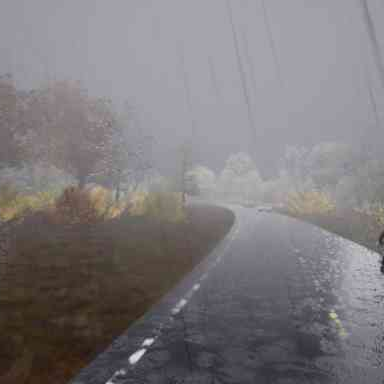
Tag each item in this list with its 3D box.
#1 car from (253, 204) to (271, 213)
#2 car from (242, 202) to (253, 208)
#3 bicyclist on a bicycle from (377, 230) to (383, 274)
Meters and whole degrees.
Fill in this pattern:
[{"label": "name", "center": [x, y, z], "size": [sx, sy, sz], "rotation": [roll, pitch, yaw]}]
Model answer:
[{"label": "car", "center": [11.528, 2.613, 54.129], "size": [1.895, 1.301, 4.718], "rotation": [2, -1, 4]}, {"label": "car", "center": [12.098, 2.822, 72.510], "size": [1.895, 1.301, 4.718], "rotation": [2, -1, -1]}, {"label": "bicyclist on a bicycle", "center": [5.958, 1.781, 10.045], "size": [0.582, 1.620, 1.656], "rotation": [2, -1, 13]}]
